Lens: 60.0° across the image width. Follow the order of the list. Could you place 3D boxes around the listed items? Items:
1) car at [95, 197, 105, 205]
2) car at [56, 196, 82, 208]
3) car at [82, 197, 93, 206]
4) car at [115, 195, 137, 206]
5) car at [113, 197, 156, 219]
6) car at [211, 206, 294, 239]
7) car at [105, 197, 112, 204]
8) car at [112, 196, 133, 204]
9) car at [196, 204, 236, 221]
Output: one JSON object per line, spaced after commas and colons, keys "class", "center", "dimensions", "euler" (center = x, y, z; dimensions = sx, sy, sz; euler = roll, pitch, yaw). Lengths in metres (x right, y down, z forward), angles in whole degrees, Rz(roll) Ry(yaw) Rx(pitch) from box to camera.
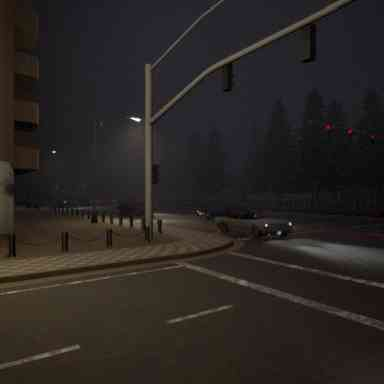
{"class": "car", "center": [-18.003, 1.656, 60.366], "dimensions": [1.895, 1.301, 4.718], "euler": [0, 0, -36]}
{"class": "car", "center": [-18.165, 1.407, 48.361], "dimensions": [2.097, 1.767, 4.553], "euler": [0, 0, -35]}
{"class": "car", "center": [-17.855, 1.579, 53.997], "dimensions": [1.837, 1.490, 4.892], "euler": [0, 0, -36]}
{"class": "car", "center": [-11.416, 1.408, 57.209], "dimensions": [2.097, 1.767, 4.553], "euler": [0, 0, -36]}
{"class": "car", "center": [-5.063, 1.533, 30.068], "dimensions": [1.882, 1.535, 5.008], "euler": [0, 0, -36]}
{"class": "car", "center": [3.157, 1.647, 17.685], "dimensions": [1.895, 1.301, 4.718], "euler": [0, 0, -26]}
{"class": "car", "center": [-16.676, 1.656, 64.486], "dimensions": [1.895, 1.301, 4.718], "euler": [0, 0, -36]}
{"class": "car", "center": [-7.058, 1.547, 38.837], "dimensions": [2.128, 1.511, 4.902], "euler": [0, 0, -36]}
{"class": "car", "center": [2.521, 1.603, 25.525], "dimensions": [2.033, 1.411, 5.357], "euler": [0, 0, -36]}
